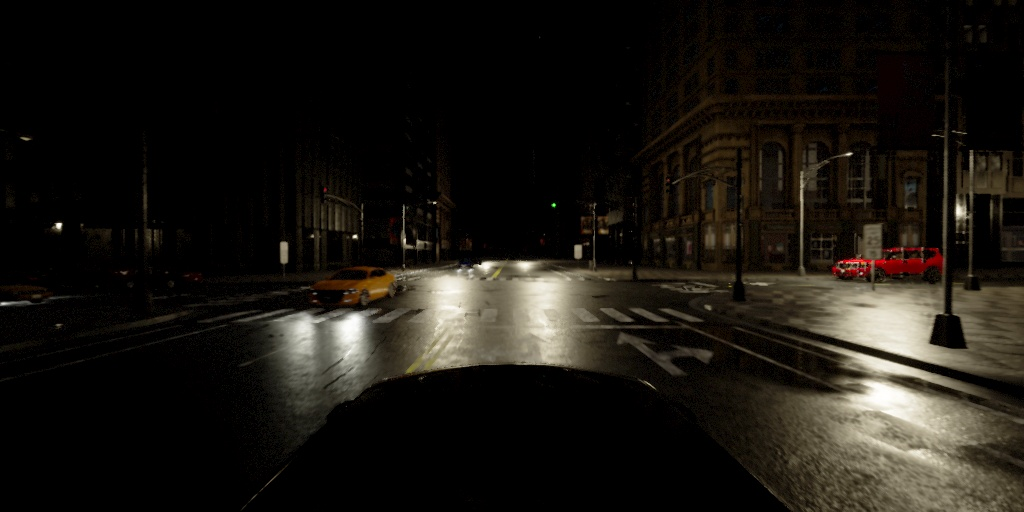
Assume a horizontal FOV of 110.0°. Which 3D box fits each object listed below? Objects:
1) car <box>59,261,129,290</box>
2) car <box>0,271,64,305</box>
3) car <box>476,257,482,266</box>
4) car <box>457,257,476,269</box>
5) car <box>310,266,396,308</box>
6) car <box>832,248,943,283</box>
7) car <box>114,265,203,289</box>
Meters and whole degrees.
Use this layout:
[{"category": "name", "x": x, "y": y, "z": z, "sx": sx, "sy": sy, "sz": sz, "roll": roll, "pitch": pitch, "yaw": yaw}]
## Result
[{"category": "car", "x": -29.053, "y": 1.324, "z": 24.730, "sx": 5.009, "sy": 1.841, "sz": 2.192, "roll": 0, "pitch": 0, "yaw": 0}, {"category": "car", "x": -23.828, "y": 1.536, "z": 16.183, "sx": 4.829, "sy": 1.417, "sz": 1.751, "roll": 0, "pitch": 0, "yaw": 0}, {"category": "car", "x": -6.484, "y": 0.931, "z": 65.052, "sx": 1.882, "sy": 1.535, "sz": 5.008, "roll": 0, "pitch": 1, "yaw": 0}, {"category": "car", "x": -6.483, "y": 1.099, "z": 50.244, "sx": 1.812, "sy": 1.442, "sz": 4.674, "roll": 0, "pitch": 1, "yaw": 0}, {"category": "car", "x": -6.495, "y": 1.198, "z": 15.157, "sx": 1.882, "sy": 1.535, "sz": 5.008, "roll": 0, "pitch": 0, "yaw": 0}, {"category": "car", "x": 23.015, "y": 0.546, "z": 21.951, "sx": 5.566, "sy": 2.045, "sz": 2.150, "roll": -1, "pitch": 0, "yaw": 0}, {"category": "car", "x": -23.966, "y": 1.485, "z": 24.711, "sx": 4.507, "sy": 1.381, "sz": 1.888, "roll": 0, "pitch": 0, "yaw": 0}]
